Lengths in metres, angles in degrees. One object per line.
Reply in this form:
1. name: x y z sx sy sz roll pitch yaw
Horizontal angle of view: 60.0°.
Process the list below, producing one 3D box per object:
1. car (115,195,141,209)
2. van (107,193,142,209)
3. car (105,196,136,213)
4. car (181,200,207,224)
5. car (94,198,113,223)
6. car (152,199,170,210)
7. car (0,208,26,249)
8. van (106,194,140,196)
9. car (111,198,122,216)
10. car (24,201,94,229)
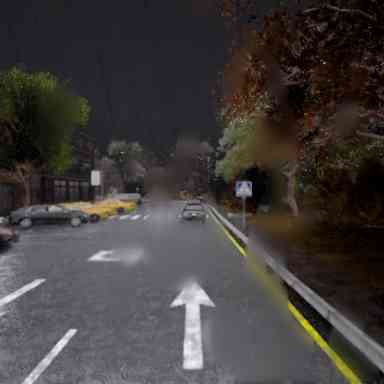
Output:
1. car: -9.105 1.518 39.613 5.008 1.535 2.097 -1 0 -20
2. van: -9.237 1.228 45.559 4.442 1.987 1.878 -1 1 -20
3. car: -9.259 1.543 36.545 5.366 1.575 1.946 -1 0 -20
4. car: 0.162 1.590 25.353 2.033 1.411 5.357 0 0 0
5. car: -8.925 1.521 24.657 5.366 1.575 1.946 -1 0 -20
6. car: -3.841 1.569 42.106 1.994 1.385 4.181 0 1 0
7. car: -9.150 1.542 12.593 4.674 1.452 2.002 -1 0 -20
8. van: -9.223 1.261 42.558 4.442 1.987 1.878 -1 1 -20
9. car: -8.918 1.527 27.659 5.366 1.575 1.946 -1 0 -20
10. car: -9.116 1.521 21.593 4.892 1.521 2.231 -1 0 -20
